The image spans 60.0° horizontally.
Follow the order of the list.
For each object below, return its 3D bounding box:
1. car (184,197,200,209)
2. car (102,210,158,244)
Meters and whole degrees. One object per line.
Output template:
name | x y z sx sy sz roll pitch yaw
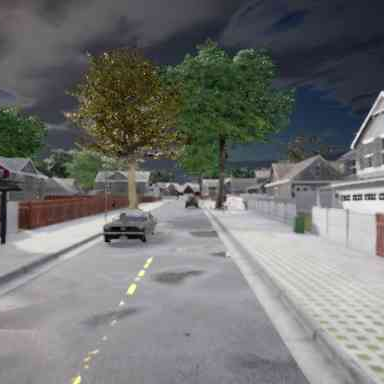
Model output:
car | 0.010 1.512 46.637 1.837 1.490 4.892 0 0 0
car | -2.807 1.571 15.848 1.895 1.301 4.718 0 0 0
